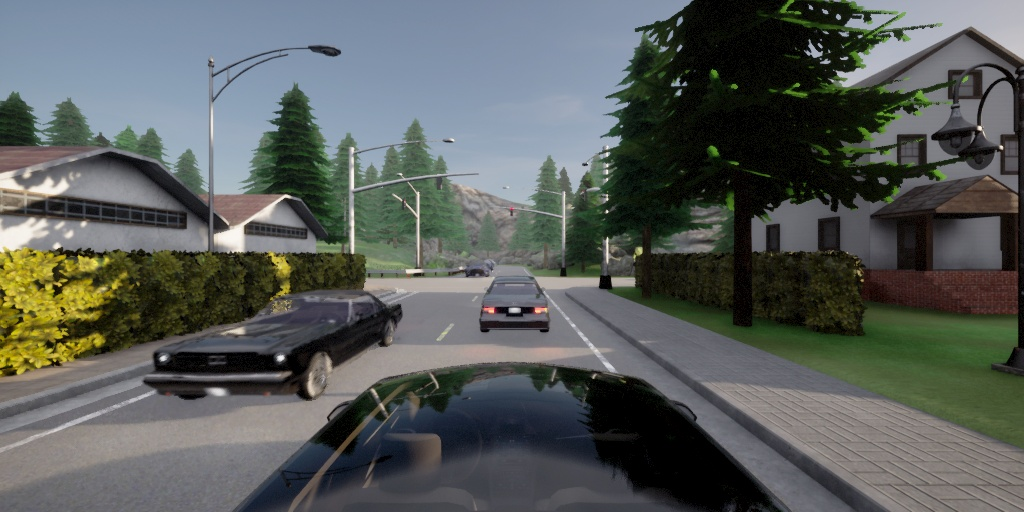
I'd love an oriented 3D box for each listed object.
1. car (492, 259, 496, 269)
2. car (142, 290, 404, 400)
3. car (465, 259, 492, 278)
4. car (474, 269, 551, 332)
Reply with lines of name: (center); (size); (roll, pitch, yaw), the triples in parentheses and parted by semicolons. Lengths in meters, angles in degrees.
car: (-3.548, 1.275, 49.370); (1.812, 1.442, 4.674); (0, 0, 0)
car: (-3.595, 1.351, 6.585); (1.895, 1.301, 4.718); (0, 0, 0)
car: (-3.268, 1.095, 33.517); (2.097, 1.767, 4.553); (0, 0, -6)
car: (0.079, 1.297, 10.770); (2.033, 1.411, 5.357); (0, 0, 0)
